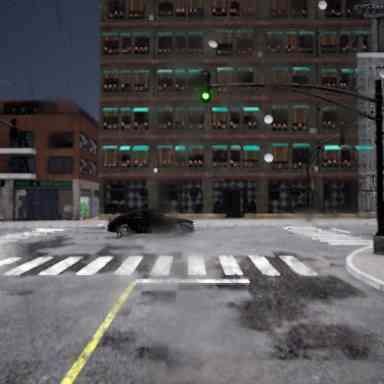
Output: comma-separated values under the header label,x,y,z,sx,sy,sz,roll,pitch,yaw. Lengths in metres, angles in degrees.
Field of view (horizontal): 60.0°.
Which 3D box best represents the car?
label,x,y,z,sx,sy,sz,roll,pitch,yaw
car,-2.199,1.690,17.877,4.674,1.442,1.812,-1,-2,1
